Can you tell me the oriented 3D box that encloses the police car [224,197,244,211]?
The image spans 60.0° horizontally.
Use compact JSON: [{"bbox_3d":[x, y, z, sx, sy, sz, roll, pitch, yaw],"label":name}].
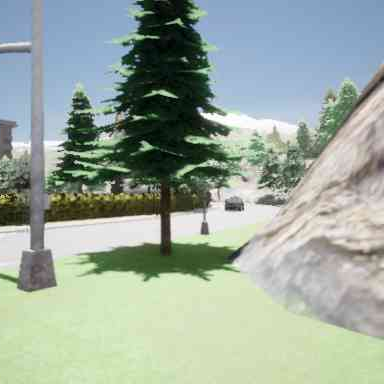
[{"bbox_3d":[5.185,1.434,40.633,1.930,1.638,5.238,0,0,15],"label":"police car"}]
